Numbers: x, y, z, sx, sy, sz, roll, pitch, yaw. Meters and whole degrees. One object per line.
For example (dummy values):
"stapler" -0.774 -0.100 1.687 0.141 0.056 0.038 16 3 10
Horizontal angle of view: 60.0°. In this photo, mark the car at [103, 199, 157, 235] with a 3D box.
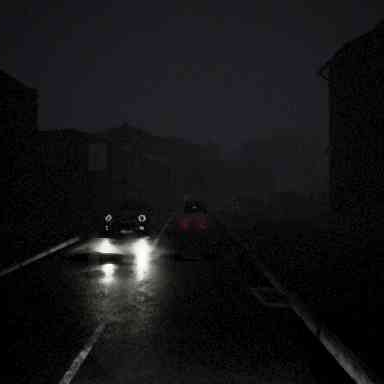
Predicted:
"car" -3.110 1.188 17.433 2.097 1.767 4.553 0 1 0

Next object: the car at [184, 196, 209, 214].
"car" 0.481 1.096 29.945 1.882 1.535 5.008 0 1 6

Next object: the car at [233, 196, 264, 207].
"car" 7.228 1.195 42.210 4.902 1.511 2.128 1 -1 -42
